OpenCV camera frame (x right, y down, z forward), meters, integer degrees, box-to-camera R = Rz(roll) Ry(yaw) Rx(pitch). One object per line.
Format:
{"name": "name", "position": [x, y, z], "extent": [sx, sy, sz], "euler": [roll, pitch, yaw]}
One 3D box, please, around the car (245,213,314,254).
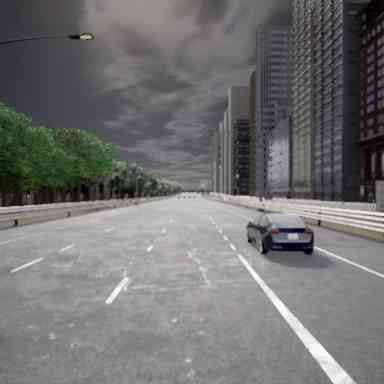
{"name": "car", "position": [3.523, 1.613, 13.970], "extent": [2.163, 1.488, 4.792], "euler": [0, 0, 0]}
